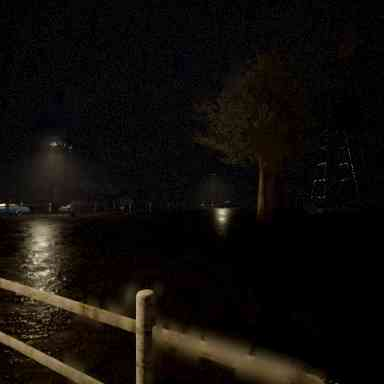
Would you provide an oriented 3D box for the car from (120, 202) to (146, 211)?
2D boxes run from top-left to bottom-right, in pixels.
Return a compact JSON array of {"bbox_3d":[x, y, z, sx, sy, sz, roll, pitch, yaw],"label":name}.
[{"bbox_3d":[-9.233,2.259,52.274,1.812,1.442,4.674,-2,-2,36],"label":"car"}]

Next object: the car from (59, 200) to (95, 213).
[{"bbox_3d":[-15.169,1.912,44.032,2.097,1.767,4.553,-2,-2,36],"label":"car"}]

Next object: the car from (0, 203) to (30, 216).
[{"bbox_3d":[-20.707,1.951,36.325,2.033,1.411,5.357,-2,-2,35],"label":"car"}]

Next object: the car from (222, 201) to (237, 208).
[{"bbox_3d":[7.688,2.627,69.501,1.994,1.385,4.181,-2,-2,36],"label":"car"}]
